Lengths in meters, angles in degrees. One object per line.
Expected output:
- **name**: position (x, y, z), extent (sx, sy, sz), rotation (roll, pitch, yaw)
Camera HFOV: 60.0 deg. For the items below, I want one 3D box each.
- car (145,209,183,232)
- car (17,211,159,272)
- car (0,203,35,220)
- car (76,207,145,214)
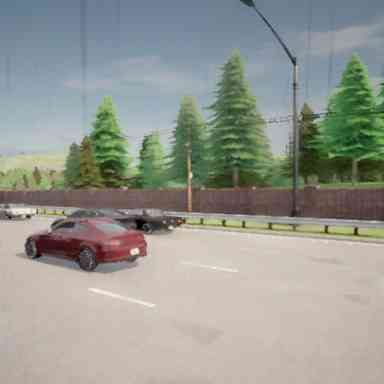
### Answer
- **car**: position (-2.916, 1.598, 18.967), extent (4.718, 1.301, 1.895), rotation (0, 0, 36)
- **car**: position (-3.497, 1.524, 10.778), extent (4.674, 1.442, 1.812), rotation (0, 0, 36)
- **car**: position (-15.154, 1.595, 27.696), extent (4.718, 1.301, 1.895), rotation (0, 0, 36)
- **car**: position (-4.804, 1.503, 16.012), extent (4.892, 1.490, 1.837), rotation (0, 0, 36)
